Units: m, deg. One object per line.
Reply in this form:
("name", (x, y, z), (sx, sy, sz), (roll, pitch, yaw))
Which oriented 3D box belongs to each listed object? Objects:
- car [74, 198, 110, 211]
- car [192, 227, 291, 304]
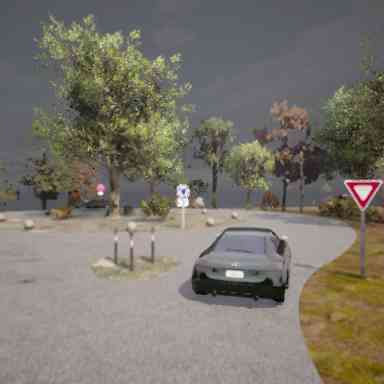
("car", (-12.002, 1.489, 41.266), (5.008, 1.535, 1.882), (0, -1, -23))
("car", (1.426, 1.566, 8.374), (1.994, 1.385, 4.181), (0, 0, 17))
